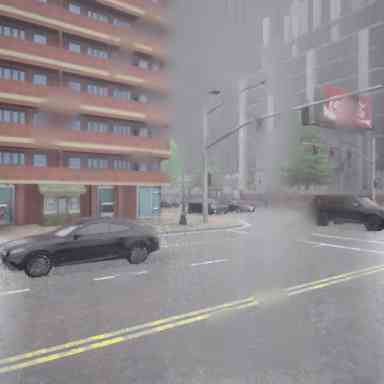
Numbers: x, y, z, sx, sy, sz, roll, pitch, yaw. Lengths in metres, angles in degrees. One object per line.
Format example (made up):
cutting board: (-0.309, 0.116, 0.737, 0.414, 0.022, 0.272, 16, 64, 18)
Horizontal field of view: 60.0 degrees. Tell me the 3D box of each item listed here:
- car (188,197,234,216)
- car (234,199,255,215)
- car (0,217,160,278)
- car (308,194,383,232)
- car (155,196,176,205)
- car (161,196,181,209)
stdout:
car: (1.587, 1.352, 32.712, 2.097, 1.767, 4.553, 0, 0, -35)
car: (4.438, 1.491, 34.741, 2.128, 1.511, 4.902, 0, 0, -35)
car: (-3.221, 1.525, 10.264, 4.674, 1.442, 1.812, 0, 0, -35)
car: (9.991, 1.214, 20.710, 2.150, 2.045, 5.566, 0, 1, -35)
car: (-4.919, 1.526, 60.662, 1.812, 1.442, 4.674, 0, 0, -35)
car: (-3.471, 1.351, 46.042, 2.097, 1.767, 4.553, 0, 0, -35)
